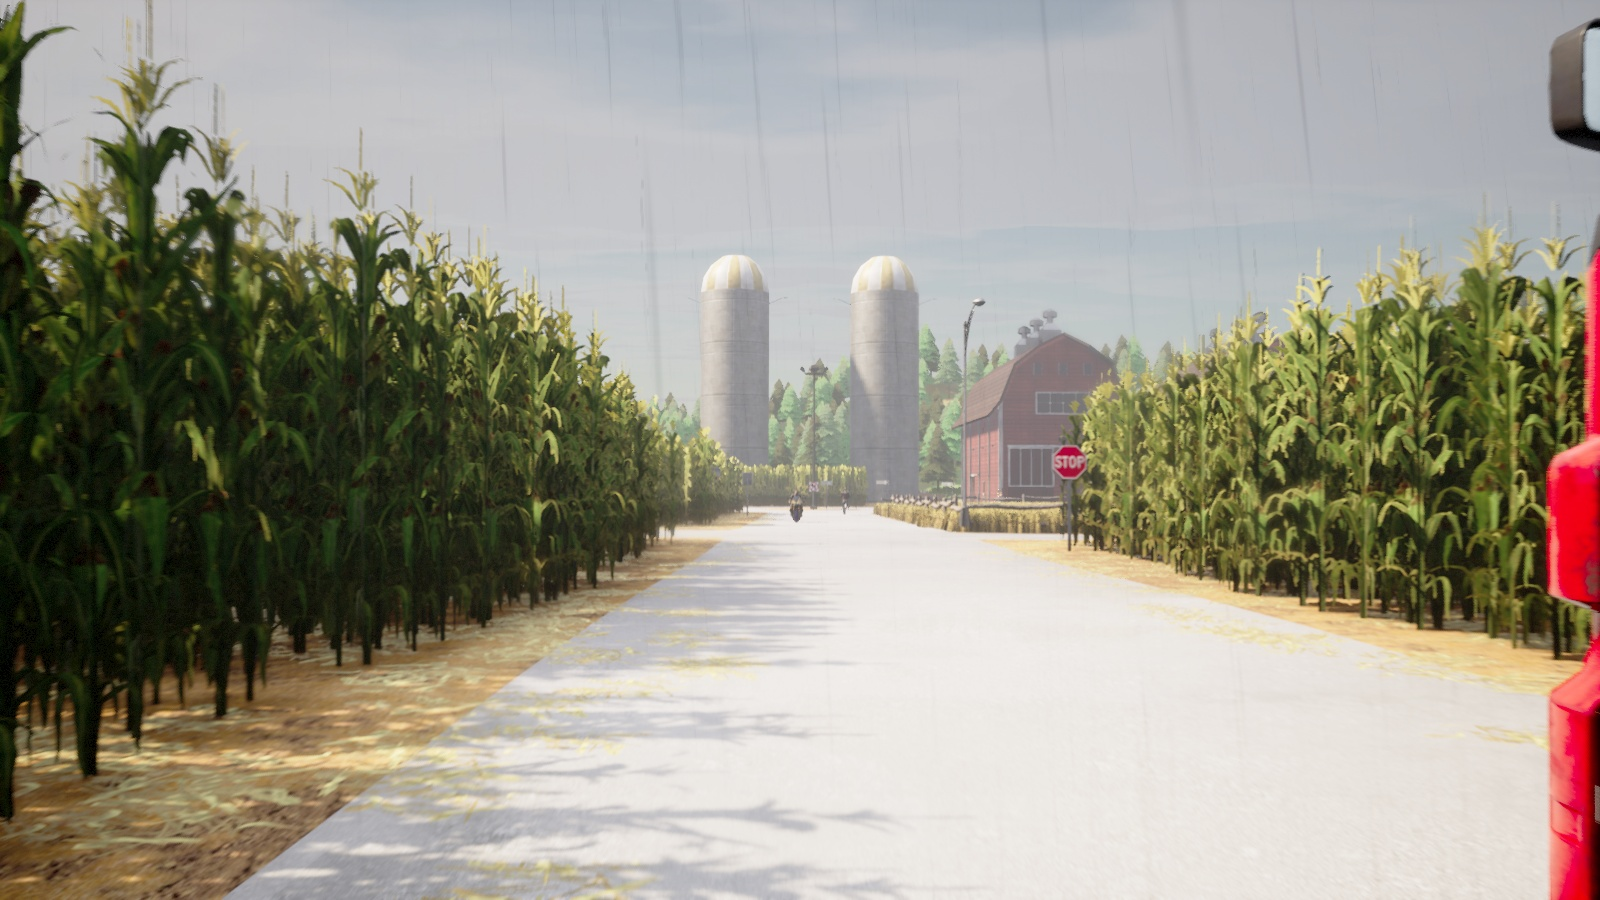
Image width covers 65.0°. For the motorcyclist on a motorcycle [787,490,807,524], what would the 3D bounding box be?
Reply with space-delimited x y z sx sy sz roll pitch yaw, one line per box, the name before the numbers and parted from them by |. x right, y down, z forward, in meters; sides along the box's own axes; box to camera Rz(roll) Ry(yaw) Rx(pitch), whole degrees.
motorcyclist on a motorcycle | -0.139 2.634 58.329 0.866 1.530 2.191 0 -2 0
